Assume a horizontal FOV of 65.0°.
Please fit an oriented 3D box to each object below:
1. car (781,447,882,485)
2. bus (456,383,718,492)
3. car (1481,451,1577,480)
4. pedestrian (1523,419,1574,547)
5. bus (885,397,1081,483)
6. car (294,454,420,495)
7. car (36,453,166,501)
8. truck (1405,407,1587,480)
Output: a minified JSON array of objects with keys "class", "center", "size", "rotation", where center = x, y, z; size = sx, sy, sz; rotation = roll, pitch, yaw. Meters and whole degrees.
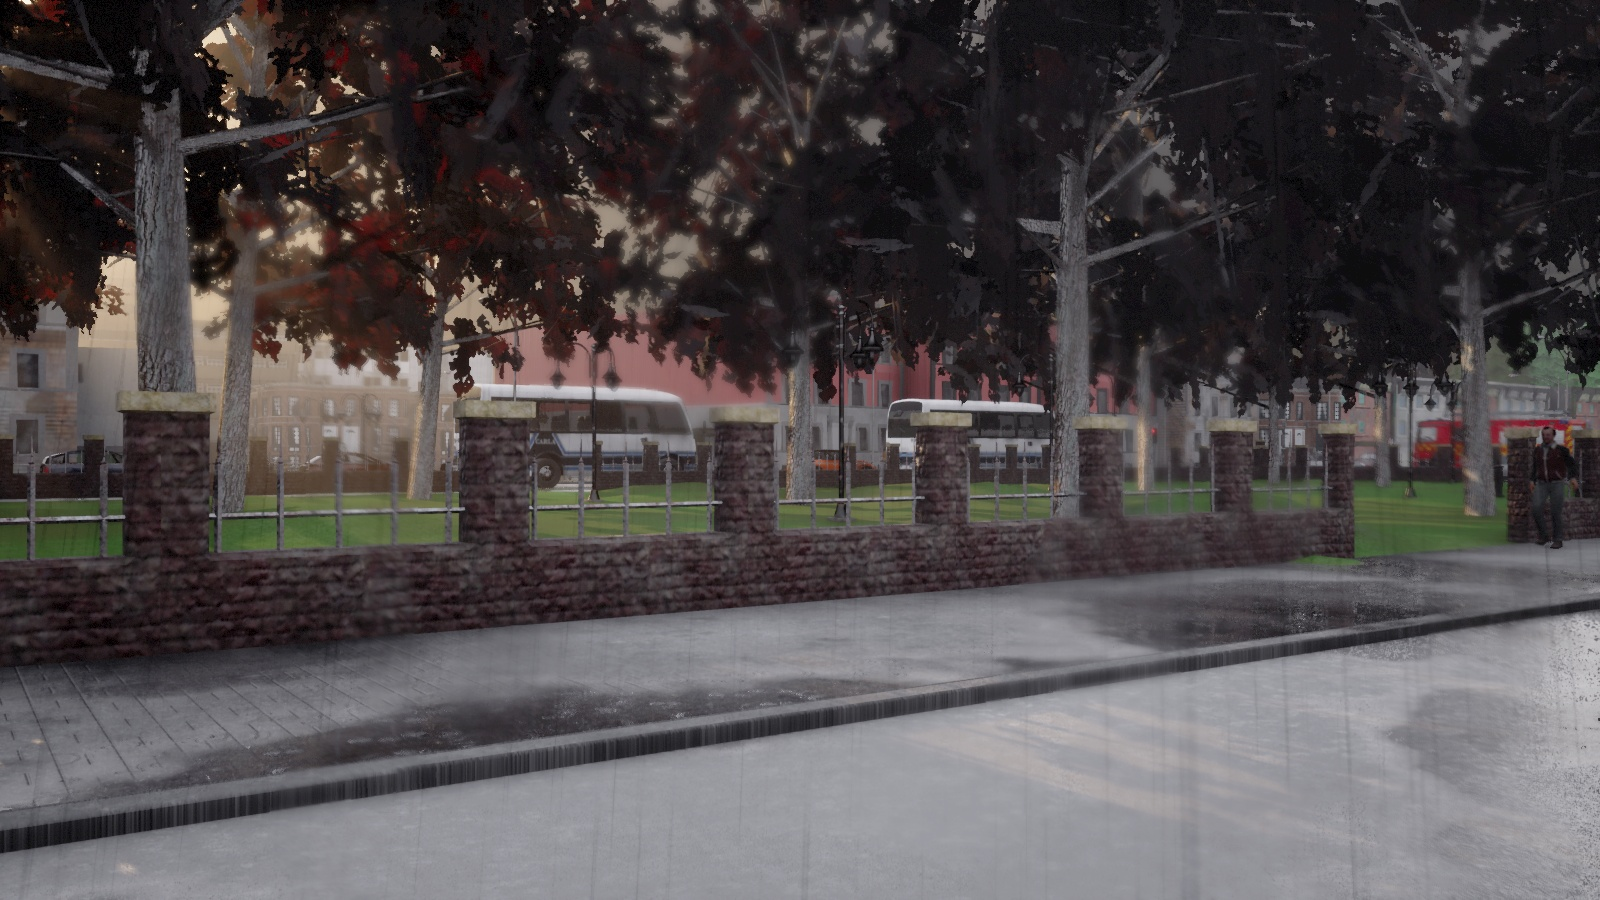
[{"class":"car","center":[1.542,0.748,60.656],"size":[4.553,1.767,2.097],"rotation":[0,0,-35]},{"class":"bus","center":[-8.897,-0.482,53.337],"size":[10.273,4.253,3.944],"rotation":[0,0,-35]},{"class":"car","center":[37.564,0.789,64.729],"size":[1.970,1.475,3.806],"rotation":[0,0,-37]},{"class":"pedestrian","center":[10.984,0.476,18.433],"size":[0.720,1.854,0.376],"rotation":[0,0,-35]},{"class":"bus","center":[9.780,-0.490,66.470],"size":[10.273,4.253,3.944],"rotation":[0,0,-34]},{"class":"car","center":[-16.821,0.911,47.789],"size":[4.193,1.474,1.816],"rotation":[0,0,-35]},{"class":"car","center":[-23.848,0.879,42.861],"size":[3.705,1.549,1.789],"rotation":[0,0,-35]},{"class":"truck","center":[38.715,-0.330,70.156],"size":[2.891,3.827,8.468],"rotation":[0,0,-35]}]
